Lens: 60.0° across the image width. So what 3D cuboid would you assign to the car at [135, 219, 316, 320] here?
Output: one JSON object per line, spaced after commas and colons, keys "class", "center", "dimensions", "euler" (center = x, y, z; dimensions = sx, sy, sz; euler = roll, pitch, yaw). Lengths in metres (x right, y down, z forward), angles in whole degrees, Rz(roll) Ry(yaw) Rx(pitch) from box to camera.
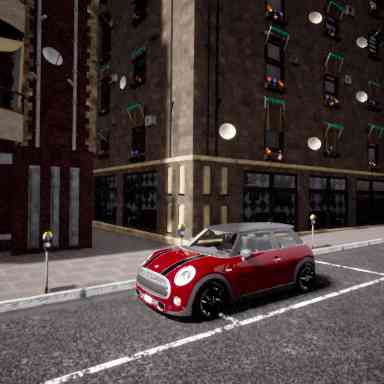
{"class": "car", "center": [0.819, 1.441, 7.276], "dimensions": [4.097, 1.590, 1.967], "euler": [0, 1, -35]}
